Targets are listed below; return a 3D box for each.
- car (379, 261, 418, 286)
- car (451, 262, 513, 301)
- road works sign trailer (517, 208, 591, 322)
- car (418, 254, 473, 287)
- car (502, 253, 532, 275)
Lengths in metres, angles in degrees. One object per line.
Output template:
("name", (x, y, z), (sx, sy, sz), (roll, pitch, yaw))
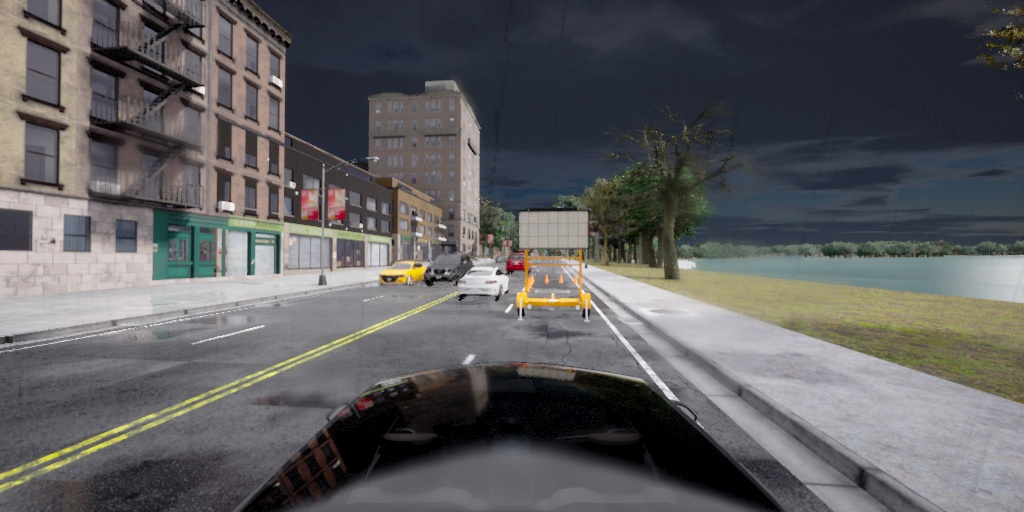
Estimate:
("car", (-7.187, 1.121, 24.247), (1.882, 1.535, 5.008), (0, 1, 6))
("car", (-1.245, 1.218, 16.909), (1.812, 1.442, 4.674), (0, 0, 6))
("road works sign trailer", (1.411, 0.183, 12.272), (2.380, 3.560, 2.880), (0, 0, 6))
("car", (-3.978, 0.864, 23.706), (2.150, 2.045, 5.566), (0, 1, 6))
("car", (0.718, 0.773, 34.934), (2.150, 2.045, 5.566), (0, 0, 6))
